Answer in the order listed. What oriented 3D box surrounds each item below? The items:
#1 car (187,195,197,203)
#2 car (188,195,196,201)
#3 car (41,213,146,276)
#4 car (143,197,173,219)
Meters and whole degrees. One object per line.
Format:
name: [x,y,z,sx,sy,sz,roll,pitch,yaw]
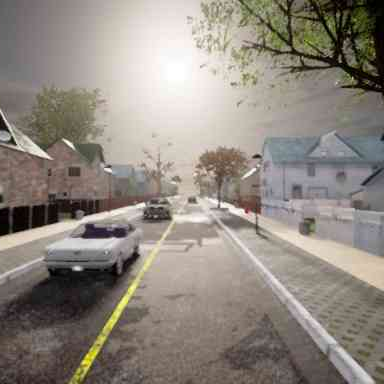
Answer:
car: [-0.001,1.430,65.449,2.033,1.411,5.357,0,0,0]
car: [0.000,1.389,75.903,1.895,1.301,4.718,0,0,0]
car: [-2.805,1.570,10.382,1.895,1.301,4.718,0,0,0]
car: [-2.768,1.282,27.778,2.097,1.767,4.553,0,0,0]
